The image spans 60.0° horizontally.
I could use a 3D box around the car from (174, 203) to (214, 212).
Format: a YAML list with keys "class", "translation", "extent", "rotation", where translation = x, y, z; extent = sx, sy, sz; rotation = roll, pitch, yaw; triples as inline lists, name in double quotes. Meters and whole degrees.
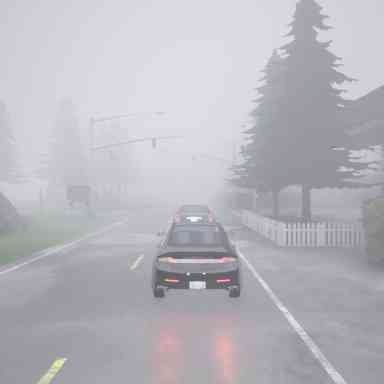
- class: "car"
  translation: [0.101, 1.352, 17.670]
  extent: [2.097, 1.767, 4.553]
  rotation: [0, 0, 0]

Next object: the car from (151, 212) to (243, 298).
- class: "car"
  translation: [0.100, 1.492, 8.517]
  extent: [2.128, 1.511, 4.902]
  rotation: [0, 0, 0]
